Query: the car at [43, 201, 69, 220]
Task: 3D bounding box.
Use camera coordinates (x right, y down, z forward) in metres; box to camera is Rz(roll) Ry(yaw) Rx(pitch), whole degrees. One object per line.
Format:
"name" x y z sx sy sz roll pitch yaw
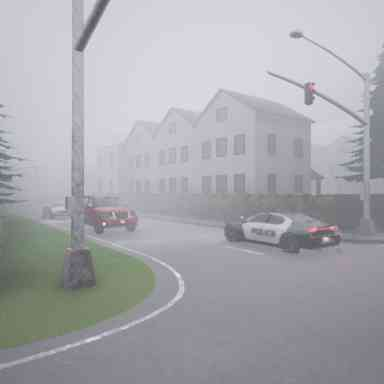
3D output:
"car" -11.590 1.530 28.748 1.812 1.442 4.674 0 0 -35

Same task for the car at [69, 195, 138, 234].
"car" -5.250 1.221 19.768 2.150 2.045 5.566 0 0 -35

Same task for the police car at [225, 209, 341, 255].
"police car" 3.352 1.494 13.682 2.038 1.542 4.974 0 0 -35
